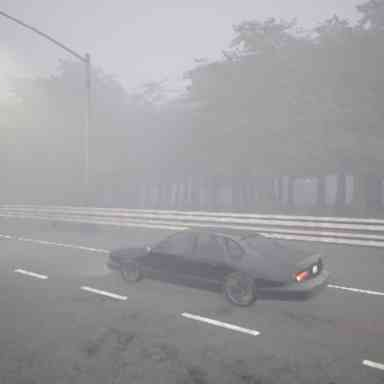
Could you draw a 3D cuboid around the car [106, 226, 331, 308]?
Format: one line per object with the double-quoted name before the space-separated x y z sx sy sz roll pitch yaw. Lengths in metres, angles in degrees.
"car" 0.341 1.552 7.928 5.357 1.411 2.033 0 0 36
